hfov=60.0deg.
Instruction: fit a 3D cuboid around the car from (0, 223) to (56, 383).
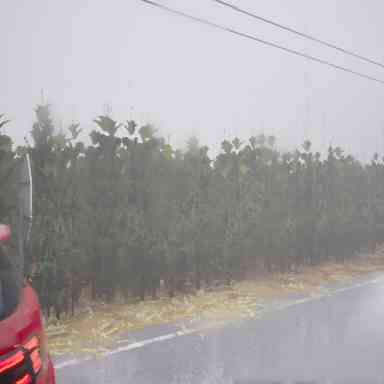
[{"bbox_3d":[-3.562,1.222,1.376,5.566,2.045,2.150,0,0,-32],"label":"car"}]
